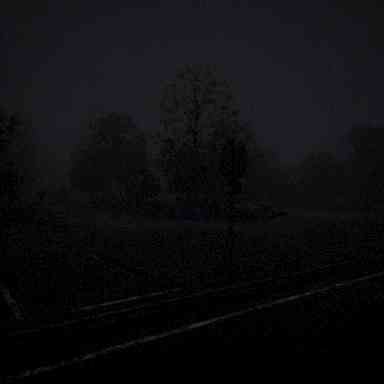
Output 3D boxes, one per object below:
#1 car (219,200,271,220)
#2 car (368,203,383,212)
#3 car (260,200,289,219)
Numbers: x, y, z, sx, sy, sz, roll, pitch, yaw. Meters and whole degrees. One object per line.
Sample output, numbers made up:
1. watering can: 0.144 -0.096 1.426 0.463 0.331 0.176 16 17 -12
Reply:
1. car: 4.362 1.702 29.663 2.002 1.452 4.674 1 -1 -36
2. car: 26.741 2.133 45.651 2.002 1.452 4.674 1 -1 -35
3. car: 6.904 1.584 31.563 2.185 1.767 4.553 1 -1 -36
